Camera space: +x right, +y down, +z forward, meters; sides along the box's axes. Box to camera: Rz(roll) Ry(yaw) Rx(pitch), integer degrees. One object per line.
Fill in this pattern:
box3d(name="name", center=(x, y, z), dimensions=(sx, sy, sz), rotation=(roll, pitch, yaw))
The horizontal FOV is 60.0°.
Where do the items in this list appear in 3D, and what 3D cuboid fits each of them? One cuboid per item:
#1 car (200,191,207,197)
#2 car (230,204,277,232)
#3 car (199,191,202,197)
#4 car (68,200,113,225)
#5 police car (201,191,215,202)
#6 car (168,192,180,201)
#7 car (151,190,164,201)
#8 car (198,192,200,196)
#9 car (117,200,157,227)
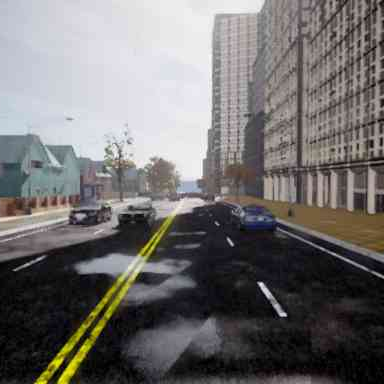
box3d(name="car", center=(3.226, 0.663, 94.694), dimensions=(2.033, 1.649, 4.856), rotation=(0, 0, 0))
box3d(name="car", center=(3.346, 1.368, 18.783), dimensions=(2.033, 1.411, 5.357), rotation=(0, 1, 0))
box3d(name="car", center=(3.231, 0.887, 72.716), dimensions=(2.163, 1.488, 4.792), rotation=(0, 0, 0))
box3d(name="car", center=(-6.603, 1.282, 22.100), dimensions=(2.128, 1.511, 4.902), rotation=(0, 0, 0))
box3d(name="police car", center=(3.234, 0.891, 61.792), dimensions=(1.930, 1.638, 5.238), rotation=(0, 0, 0))
box3d(name="car", center=(-3.291, 0.814, 62.672), dimensions=(2.097, 1.767, 4.553), rotation=(0, 0, 0))
box3d(name="car", center=(-6.532, 0.710, 63.579), dimensions=(2.150, 2.045, 5.566), rotation=(0, 0, 0))
box3d(name="car", center=(3.228, 0.869, 83.691), dimensions=(1.994, 1.385, 4.181), rotation=(0, 0, 0))
box3d(name="car", center=(-3.354, 1.401, 21.023), dimensions=(1.895, 1.301, 4.718), rotation=(0, 1, 0))
